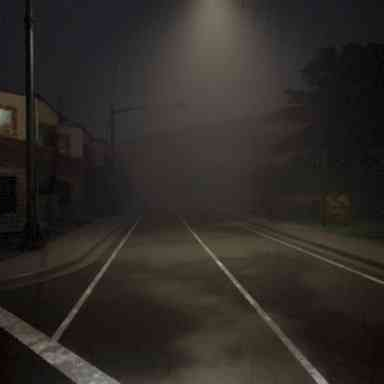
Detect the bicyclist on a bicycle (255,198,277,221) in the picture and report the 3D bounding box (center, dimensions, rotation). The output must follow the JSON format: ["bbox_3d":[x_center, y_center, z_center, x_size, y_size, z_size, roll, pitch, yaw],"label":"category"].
[{"bbox_3d":[5.204,1.255,23.357,1.656,1.620,0.582,-1,0,-6],"label":"bicyclist on a bicycle"}]

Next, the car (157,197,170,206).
[{"bbox_3d":[-4.852,1.536,56.563,1.882,1.535,5.008,-1,0,-1],"label":"car"}]
